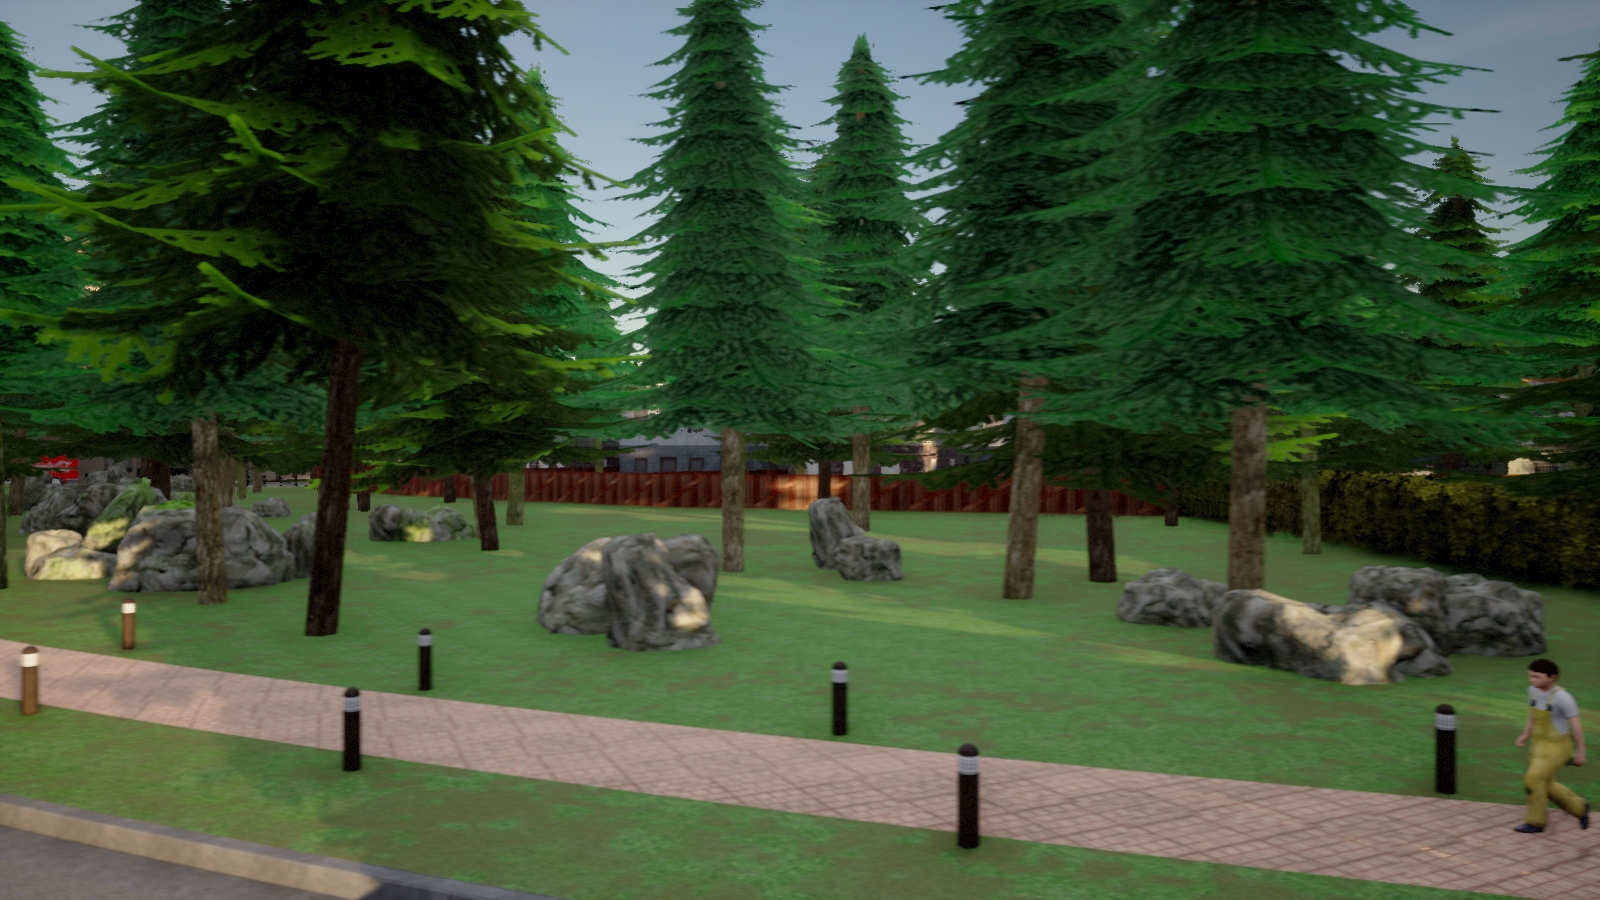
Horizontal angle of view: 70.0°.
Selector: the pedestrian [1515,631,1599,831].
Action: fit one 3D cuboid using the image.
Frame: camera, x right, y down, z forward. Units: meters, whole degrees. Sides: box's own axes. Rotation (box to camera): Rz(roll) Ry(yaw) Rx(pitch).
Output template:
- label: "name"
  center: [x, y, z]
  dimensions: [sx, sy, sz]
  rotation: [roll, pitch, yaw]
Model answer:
- label: "pedestrian"
  center: [5.296, 1.944, 7.969]
  dimensions: [0.375, 1.300, 0.375]
  rotation: [0, 0, -1]
